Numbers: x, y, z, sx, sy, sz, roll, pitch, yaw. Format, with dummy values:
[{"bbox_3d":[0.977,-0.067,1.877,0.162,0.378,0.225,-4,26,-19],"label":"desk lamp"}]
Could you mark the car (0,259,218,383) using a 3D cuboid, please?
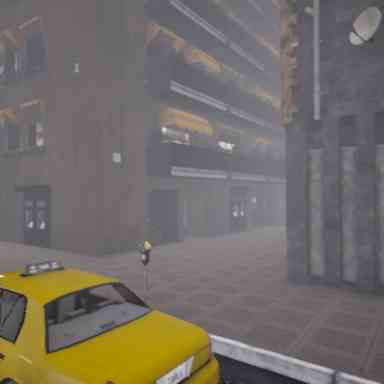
[{"bbox_3d":[-2.017,1.537,4.176,4.829,1.417,1.752,0,0,36],"label":"car"}]
